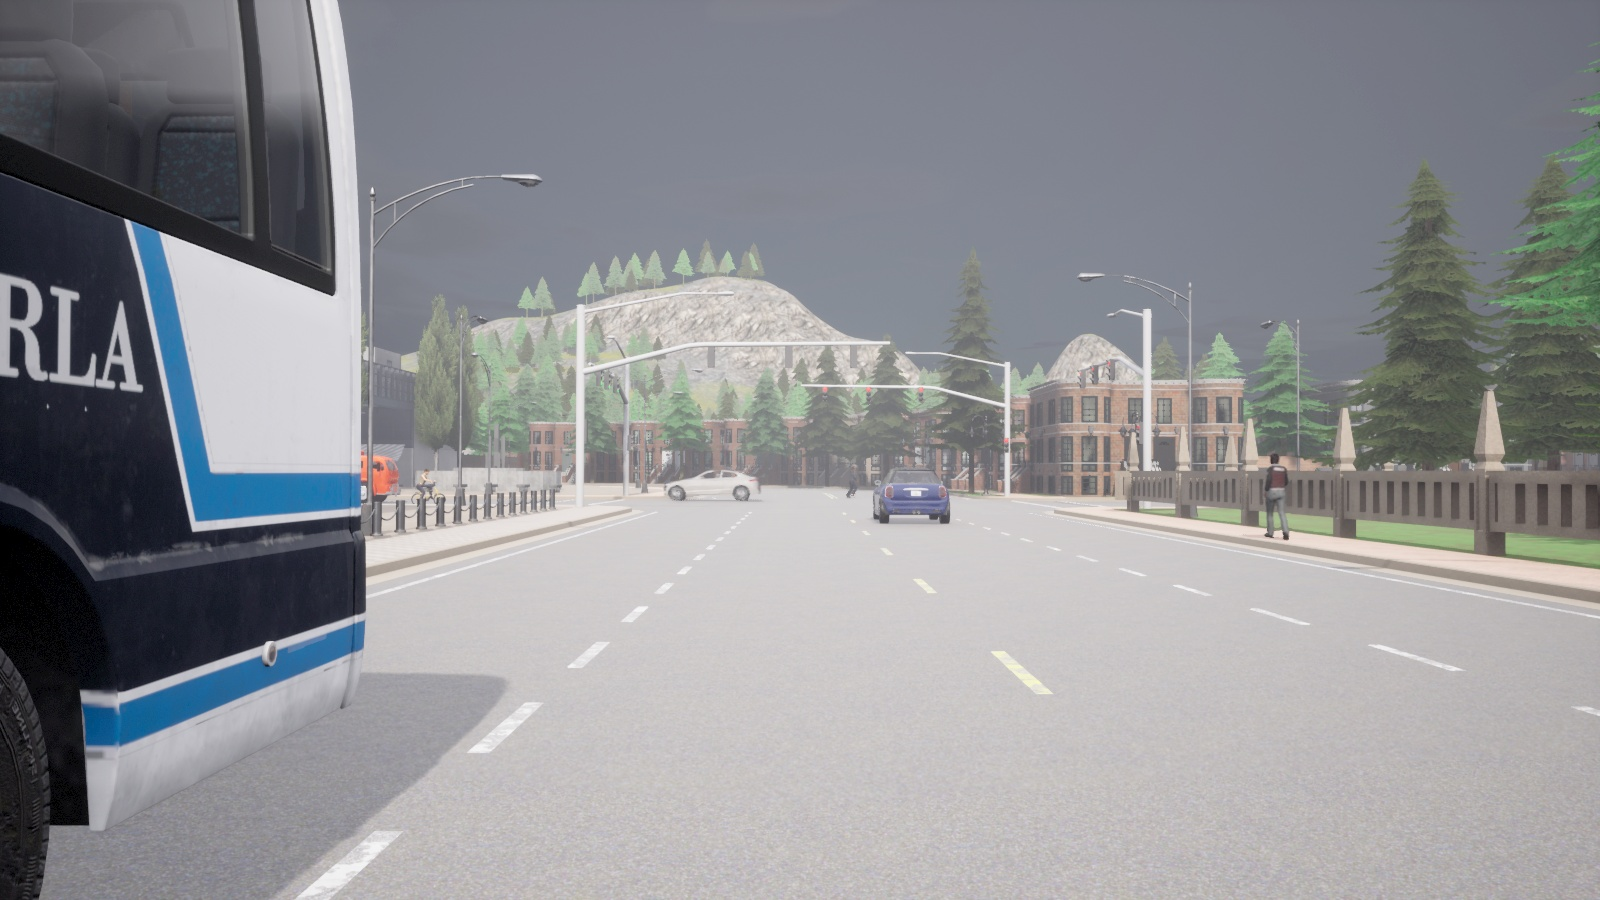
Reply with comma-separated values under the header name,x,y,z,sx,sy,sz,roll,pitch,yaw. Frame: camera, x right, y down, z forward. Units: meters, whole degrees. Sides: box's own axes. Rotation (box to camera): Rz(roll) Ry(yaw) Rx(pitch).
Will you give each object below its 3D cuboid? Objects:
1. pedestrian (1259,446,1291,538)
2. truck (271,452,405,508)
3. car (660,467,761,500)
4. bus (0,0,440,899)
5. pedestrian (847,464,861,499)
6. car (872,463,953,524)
name,x,y,z,sx,sy,sz,roll,pitch,yaw
pedestrian,10.122,0.881,26.750,0.402,1.930,0.666,0,-1,-1
truck,-21.139,1.378,57.643,5.204,2.467,2.627,0,-1,0
car,-4.569,1.695,64.685,5.027,1.651,2.152,0,-1,0
bus,-3.506,-0.544,0.234,3.944,4.253,10.273,0,-1,0
pedestrian,3.062,1.799,71.628,0.788,1.949,0.423,0,-1,-1
car,3.417,1.313,39.050,2.097,1.767,4.553,0,-1,0
